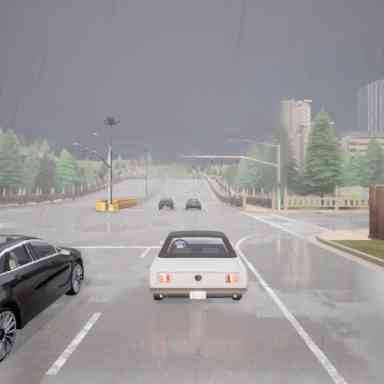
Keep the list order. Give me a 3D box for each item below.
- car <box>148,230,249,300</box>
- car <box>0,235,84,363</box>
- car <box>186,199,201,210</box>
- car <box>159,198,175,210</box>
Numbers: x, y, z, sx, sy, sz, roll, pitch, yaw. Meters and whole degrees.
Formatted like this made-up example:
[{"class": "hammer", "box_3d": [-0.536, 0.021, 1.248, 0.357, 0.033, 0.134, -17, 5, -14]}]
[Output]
[{"class": "car", "box_3d": [0.117, 1.601, 8.311, 1.895, 1.301, 4.718, 0, 0, 0]}, {"class": "car", "box_3d": [-3.387, 1.492, 5.777, 2.128, 1.511, 4.902, 0, 0, 0]}, {"class": "car", "box_3d": [0.198, 1.564, 43.931, 1.994, 1.385, 4.181, 0, 0, 0]}, {"class": "car", "box_3d": [-3.304, 1.505, 43.748, 1.837, 1.490, 4.892, 0, 0, 0]}]
